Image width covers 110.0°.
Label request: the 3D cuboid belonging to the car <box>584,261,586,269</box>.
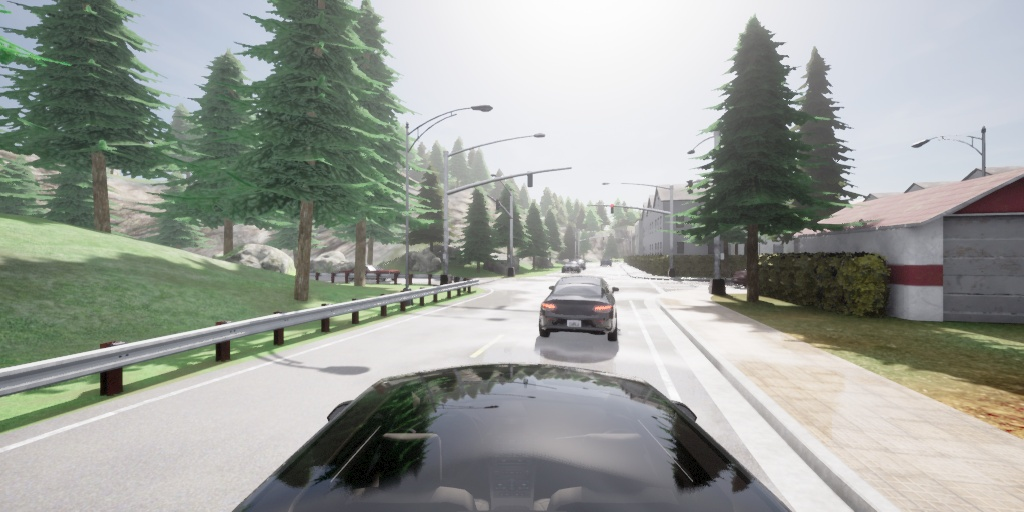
[{"bbox_3d":[9.867,1.241,52.862,2.128,1.511,4.902,0,0,15],"label":"car"}]

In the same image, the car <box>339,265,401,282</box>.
[{"bbox_3d":[-11.319,1.366,28.870,4.718,1.301,1.895,0,0,15],"label":"car"}]

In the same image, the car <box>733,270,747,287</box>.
[{"bbox_3d":[16.029,1.291,21.576,4.674,1.442,1.812,0,0,15],"label":"car"}]

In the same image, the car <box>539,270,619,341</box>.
[{"bbox_3d":[1.922,1.276,9.878,1.812,1.442,4.674,0,0,15],"label":"car"}]

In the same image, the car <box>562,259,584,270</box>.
[{"bbox_3d":[7.197,1.314,43.169,1.994,1.385,4.181,0,0,15],"label":"car"}]
